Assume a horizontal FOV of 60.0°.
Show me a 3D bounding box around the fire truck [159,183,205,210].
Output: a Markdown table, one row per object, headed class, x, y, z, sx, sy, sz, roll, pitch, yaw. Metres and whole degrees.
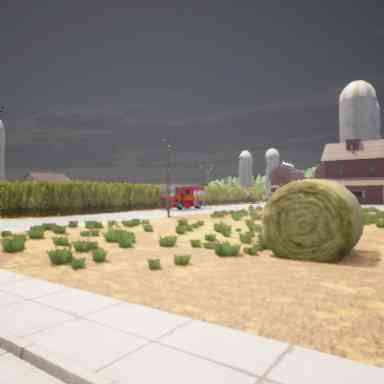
| class | x | y | z | sx | sy | sz | roll | pitch | yaw |
| --- | --- | --- | --- | --- | --- | --- | --- | --- | --- |
| fire truck | -1.332 | 0.675 | 49.162 | 2.891 | 3.827 | 8.468 | -1 | 0 | 33 |
